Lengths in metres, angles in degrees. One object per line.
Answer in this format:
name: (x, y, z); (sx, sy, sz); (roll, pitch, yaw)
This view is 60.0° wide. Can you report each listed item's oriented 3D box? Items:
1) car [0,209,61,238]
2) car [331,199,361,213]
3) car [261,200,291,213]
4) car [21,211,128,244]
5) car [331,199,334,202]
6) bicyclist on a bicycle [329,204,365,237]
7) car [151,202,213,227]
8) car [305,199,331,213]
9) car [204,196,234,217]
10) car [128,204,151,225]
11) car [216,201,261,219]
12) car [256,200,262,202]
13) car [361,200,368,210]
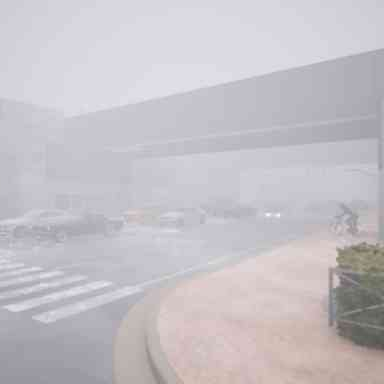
car: (-8.769, 1.728, 19.214); (1.812, 1.442, 4.674); (-1, -1, 36)
car: (18.366, 1.800, 39.518); (1.994, 1.385, 4.181); (-1, -1, 34)
car: (10.610, 1.849, 40.845); (1.994, 1.385, 4.181); (-1, -1, 35)
car: (-5.861, 1.772, 17.193); (1.895, 1.301, 4.718); (-1, -1, 35)
car: (20.699, 1.809, 49.122); (1.837, 1.490, 4.892); (-1, -1, 35)
bicyclist on a bicycle: (7.663, 1.403, 16.537); (1.656, 1.620, 0.582); (-1, -1, 35)
car: (-0.640, 1.733, 24.710); (1.812, 1.442, 4.674); (-1, -1, 35)
car: (15.461, 1.792, 41.483); (1.812, 1.442, 4.674); (-1, -1, 35)
car: (2.703, 1.503, 35.651); (2.150, 2.045, 5.566); (-1, -1, 35)
car: (-3.410, 1.716, 26.857); (1.882, 1.535, 5.008); (-1, -1, 35)
car: (4.565, 1.844, 32.198); (1.895, 1.301, 4.718); (-1, -1, 35)
car: (9.472, 1.819, 45.302); (2.128, 1.511, 4.902); (-1, -1, 35)
car: (23.574, 1.821, 47.125); (2.033, 1.411, 5.357); (-1, -1, 35)
